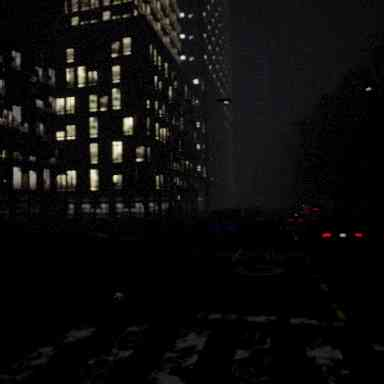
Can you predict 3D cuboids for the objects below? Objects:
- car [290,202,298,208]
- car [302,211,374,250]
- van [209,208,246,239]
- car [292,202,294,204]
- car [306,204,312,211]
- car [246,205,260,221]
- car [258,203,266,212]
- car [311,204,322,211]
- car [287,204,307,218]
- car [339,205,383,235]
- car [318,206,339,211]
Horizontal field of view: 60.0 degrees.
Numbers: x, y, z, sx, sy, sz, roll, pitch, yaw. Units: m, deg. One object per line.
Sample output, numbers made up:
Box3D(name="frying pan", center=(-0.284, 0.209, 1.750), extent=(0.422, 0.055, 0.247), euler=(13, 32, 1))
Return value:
Box3D(name="car", center=(27.539, 3.496, 89.595), extent=(1.887, 1.381, 4.507), euler=(-2, -2, 15))
Box3D(name="car", center=(6.801, 1.890, 16.124), extent=(2.033, 1.411, 5.357), euler=(-2, -2, 14))
Box3D(name="van", center=(2.162, 1.922, 20.753), extent=(1.690, 1.788, 3.998), euler=(-2, -2, 14))
Box3D(name="car", center=(22.025, 3.004, 67.723), extent=(2.008, 1.369, 4.403), euler=(-2, -2, 14))
Box3D(name="car", center=(16.852, 2.435, 45.205), extent=(1.837, 1.490, 4.892), euler=(-2, -2, 14))
Box3D(name="car", center=(6.163, 2.502, 37.146), extent=(2.008, 1.369, 4.403), euler=(-2, -2, 14))
Box3D(name="car", center=(12.823, 3.139, 64.476), extent=(1.947, 1.339, 4.313), euler=(-2, -2, 14))
Box3D(name="car", center=(14.069, 2.235, 35.096), extent=(1.752, 1.417, 4.829), euler=(-2, -2, 14))
Box3D(name="car", center=(13.114, 2.538, 42.346), extent=(1.895, 1.301, 4.718), euler=(-2, -2, 14))
Box3D(name="car", center=(10.029, 1.651, 18.544), extent=(2.192, 1.841, 5.009), euler=(-2, -2, 14))
Box3D(name="car", center=(12.698, 2.164, 29.465), extent=(1.802, 1.307, 4.206), euler=(-2, -2, 14))
